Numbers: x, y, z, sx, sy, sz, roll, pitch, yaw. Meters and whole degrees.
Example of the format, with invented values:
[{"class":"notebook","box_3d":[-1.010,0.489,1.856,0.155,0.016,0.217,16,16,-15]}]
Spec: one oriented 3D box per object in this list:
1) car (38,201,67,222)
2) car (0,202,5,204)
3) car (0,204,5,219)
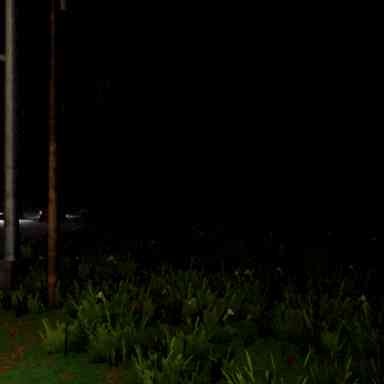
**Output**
[{"class":"car","box_3d":[-11.166,1.477,26.651,1.837,1.490,4.892,1,0,-23]},{"class":"car","box_3d":[-16.100,1.536,28.019,1.994,1.385,4.181,0,0,-33]},{"class":"car","box_3d":[-12.508,1.573,18.700,1.895,1.301,4.718,0,0,-13]}]
